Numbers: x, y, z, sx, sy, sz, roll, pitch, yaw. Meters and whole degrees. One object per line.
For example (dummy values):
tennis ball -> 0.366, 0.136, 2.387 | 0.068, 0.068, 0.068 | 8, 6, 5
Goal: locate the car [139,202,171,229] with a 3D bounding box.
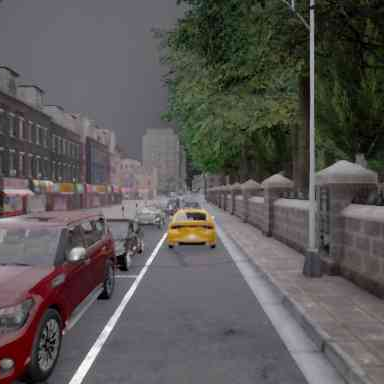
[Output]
car -> -2.651, 1.551, 21.409 | 2.008, 1.369, 4.403 | 0, 0, 0

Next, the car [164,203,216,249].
car -> 0.000, 1.485, 14.650 | 1.882, 1.535, 5.008 | 0, 0, 0

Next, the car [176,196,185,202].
car -> -2.637, 1.576, 77.502 | 1.947, 1.339, 4.313 | 0, 0, 0

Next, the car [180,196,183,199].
car -> -2.750, 1.514, 50.139 | 1.837, 1.490, 4.892 | 0, 0, 0

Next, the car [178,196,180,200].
car -> -2.647, 1.443, 37.220 | 1.967, 1.590, 4.097 | 0, 0, 0

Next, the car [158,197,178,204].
car -> -2.648, 1.442, 31.948 | 1.967, 1.590, 4.097 | 0, 0, 0

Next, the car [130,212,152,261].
car -> -2.654, 1.565, 10.868 | 1.947, 1.339, 4.313 | 0, 0, 0

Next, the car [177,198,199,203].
car -> 0.000, 1.566, 29.650 | 2.033, 1.411, 5.357 | 0, 0, 0

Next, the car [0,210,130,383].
car -> -2.656, 1.314, 5.598 | 2.192, 1.841, 5.009 | 0, 0, 0
